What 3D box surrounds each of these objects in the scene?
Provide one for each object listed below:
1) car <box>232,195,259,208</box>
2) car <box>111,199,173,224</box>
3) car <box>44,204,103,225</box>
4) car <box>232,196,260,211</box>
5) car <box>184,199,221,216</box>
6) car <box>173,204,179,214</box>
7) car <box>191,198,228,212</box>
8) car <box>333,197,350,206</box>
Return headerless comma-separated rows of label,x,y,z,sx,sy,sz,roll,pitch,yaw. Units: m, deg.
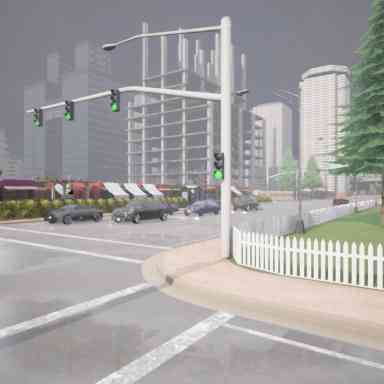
car,7.927,1.352,48.764,2.097,1.767,4.553,0,0,35
car,-3.892,1.352,25.140,2.097,1.767,4.553,0,0,34
car,-8.606,1.564,24.422,1.994,1.385,4.181,0,0,34
car,6.696,1.505,40.759,1.837,1.490,4.892,0,0,34
car,1.060,1.526,32.433,1.812,1.442,4.674,0,0,34
car,-3.423,1.547,32.076,2.033,1.411,5.357,0,0,34
car,2.223,1.547,40.411,2.033,1.411,5.357,0,0,34
car,24.103,1.478,53.649,1.882,1.535,5.008,0,0,34
